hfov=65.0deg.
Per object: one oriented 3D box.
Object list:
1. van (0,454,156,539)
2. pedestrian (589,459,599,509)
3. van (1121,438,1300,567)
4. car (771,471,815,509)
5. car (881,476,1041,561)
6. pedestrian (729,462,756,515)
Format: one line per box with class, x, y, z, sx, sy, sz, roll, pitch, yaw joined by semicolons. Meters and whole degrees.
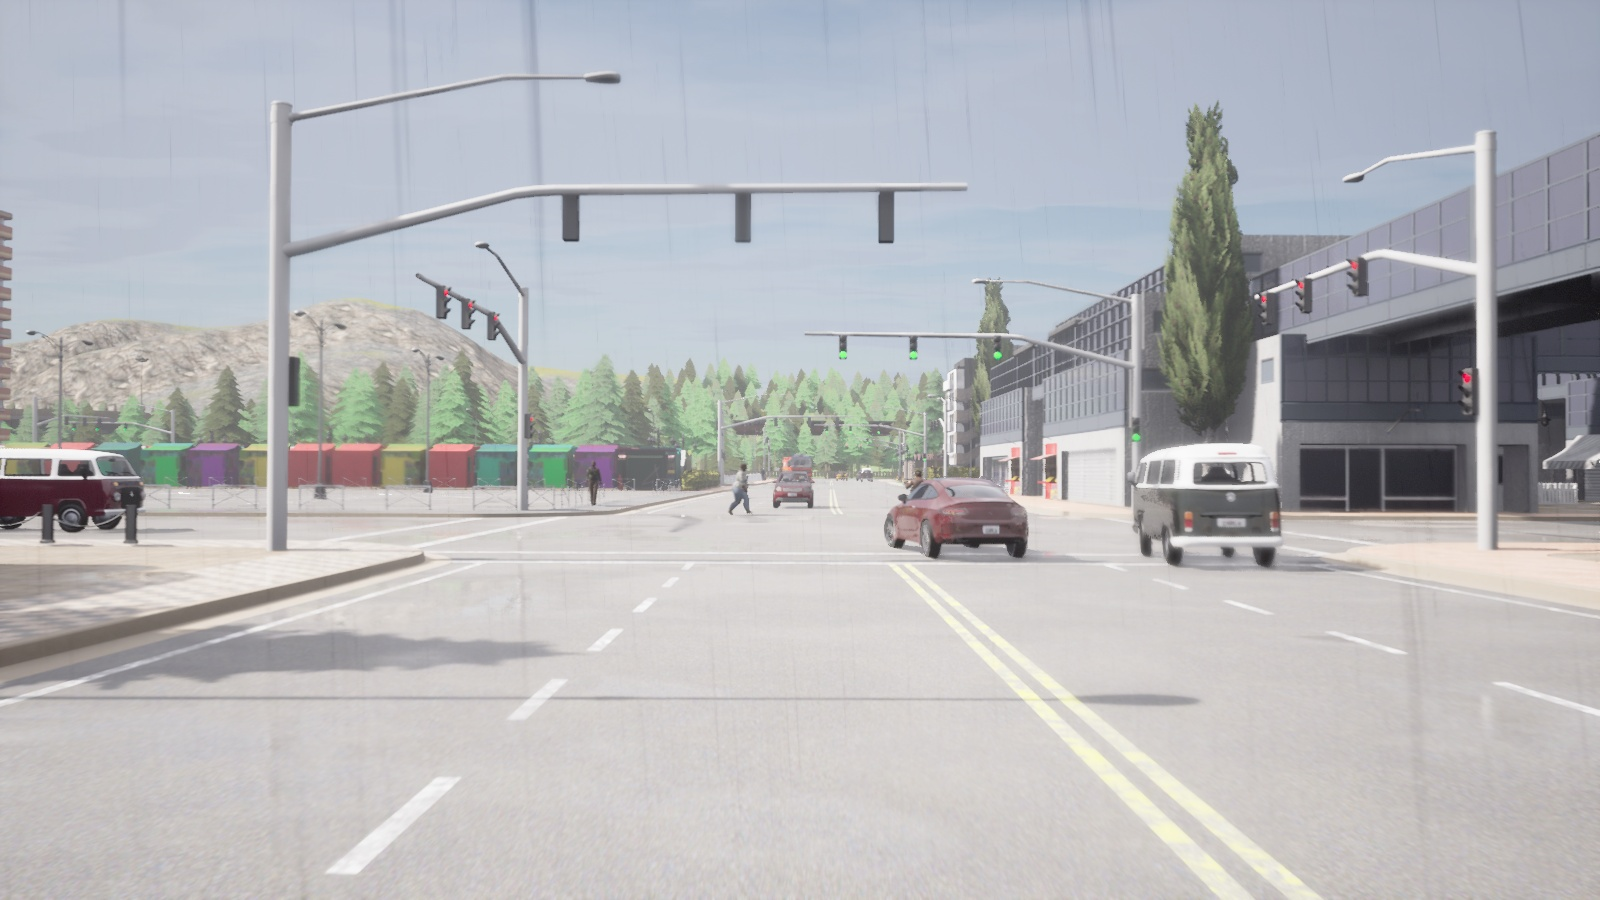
van;-18.749;1.135;31.153;4.480;2.038;2.069;0;-1;0
pedestrian;-8.022;1.325;48.963;0.395;1.930;0.692;0;-1;-9
van;7.141;0.884;22.355;2.069;2.038;4.480;-1;-1;5
car;-0.252;1.697;53.945;1.789;1.549;3.705;0;-1;1
car;2.966;1.234;24.200;1.812;1.442;4.674;0;-1;-9
pedestrian;-2.008;1.347;43.969;0.900;1.855;0.874;0;-1;-1
